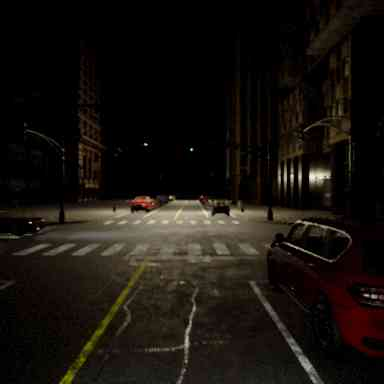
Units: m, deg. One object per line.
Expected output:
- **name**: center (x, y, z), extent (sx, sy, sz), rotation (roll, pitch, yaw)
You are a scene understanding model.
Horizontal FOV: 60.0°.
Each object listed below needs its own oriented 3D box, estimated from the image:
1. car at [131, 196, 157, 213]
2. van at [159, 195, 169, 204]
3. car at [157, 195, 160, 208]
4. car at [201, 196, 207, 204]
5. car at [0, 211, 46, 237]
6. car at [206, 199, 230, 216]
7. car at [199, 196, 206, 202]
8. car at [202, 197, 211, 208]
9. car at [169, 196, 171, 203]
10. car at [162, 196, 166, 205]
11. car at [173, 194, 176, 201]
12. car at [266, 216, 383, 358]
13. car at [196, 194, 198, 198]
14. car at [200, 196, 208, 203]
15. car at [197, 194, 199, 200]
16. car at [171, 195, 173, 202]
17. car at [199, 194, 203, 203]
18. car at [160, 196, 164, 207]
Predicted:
- **car**: center (-5.770, 1.419, 38.602), extent (2.192, 1.841, 5.009), rotation (0, 0, 0)
- **van**: center (-5.774, 1.511, 61.164), extent (1.690, 1.788, 3.998), rotation (0, 0, 0)
- **car**: center (-5.771, 1.560, 44.243), extent (1.967, 1.590, 4.097), rotation (0, 0, 0)
- **car**: center (2.753, 1.680, 49.893), extent (1.887, 1.381, 4.507), rotation (0, 0, 0)
- **car**: center (-10.511, 1.674, 17.953), extent (4.718, 1.301, 1.895), rotation (0, 0, 0)
- **car**: center (2.756, 1.638, 32.971), extent (2.008, 1.369, 4.403), rotation (0, 0, 0)
- **car**: center (2.747, 1.807, 89.377), extent (1.887, 1.381, 4.507), rotation (0, 0, 0)
- **car**: center (2.754, 1.670, 44.253), extent (2.008, 1.369, 4.403), rotation (0, 0, 0)
- **car**: center (-5.774, 1.627, 66.805), extent (1.967, 1.590, 4.097), rotation (0, 0, 0)
- **car**: center (-5.772, 1.734, 55.523), extent (1.802, 1.307, 4.206), rotation (0, 0, 0)
- **car**: center (-5.777, 1.810, 83.727), extent (1.947, 1.339, 4.313), rotation (0, 0, 0)
- **car**: center (2.760, 1.330, 5.998), extent (2.192, 1.841, 5.009), rotation (0, 0, 0)
- **car**: center (2.748, 1.787, 83.736), extent (1.887, 1.381, 4.507), rotation (0, 0, 0)
- **car**: center (2.749, 1.749, 78.266), extent (1.752, 1.417, 4.829), rotation (0, 0, 0)
- **car**: center (2.750, 1.645, 72.455), extent (1.967, 1.590, 4.097), rotation (0, 0, 0)
- **car**: center (-5.775, 1.730, 72.275), extent (1.752, 1.417, 4.829), rotation (0, 0, 0)
- **car**: center (2.751, 1.609, 61.175), extent (1.967, 1.590, 4.097), rotation (0, 0, 0)
- **car**: center (-5.772, 1.702, 49.883), extent (1.947, 1.339, 4.313), rotation (0, 0, 0)
